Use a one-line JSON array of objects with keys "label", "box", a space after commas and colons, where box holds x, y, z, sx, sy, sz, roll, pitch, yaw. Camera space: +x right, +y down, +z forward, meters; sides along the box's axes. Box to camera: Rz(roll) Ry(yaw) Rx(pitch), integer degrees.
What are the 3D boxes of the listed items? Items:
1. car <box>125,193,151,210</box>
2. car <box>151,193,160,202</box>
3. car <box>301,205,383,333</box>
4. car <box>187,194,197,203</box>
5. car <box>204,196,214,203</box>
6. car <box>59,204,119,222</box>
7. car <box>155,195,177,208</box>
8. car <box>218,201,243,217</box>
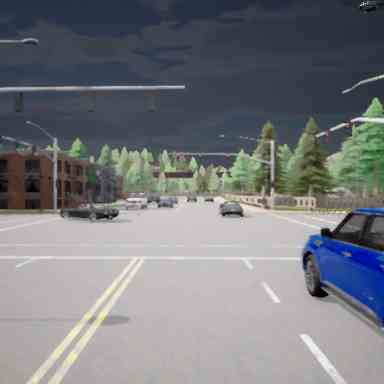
[{"label": "car", "box": [-7.075, 1.172, 42.994, 2.150, 2.045, 5.566, 0, 0, 0]}, {"label": "car", "box": [-7.007, 1.150, 61.591, 2.150, 2.045, 5.566, 0, 0, 0]}, {"label": "car", "box": [3.576, 1.216, 5.372, 2.150, 2.045, 5.566, 0, 0, 0]}, {"label": "car", "box": [-0.004, 1.287, 67.600, 2.097, 1.767, 4.553, 0, 0, 0]}, {"label": "car", "box": [3.496, 1.538, 67.660, 1.895, 1.301, 4.718, 0, 0, 0]}, {"label": "car", "box": [-8.093, 1.571, 25.963, 4.718, 1.301, 1.895, 0, 0, 28]}, {"label": "car", "box": [-3.564, 1.512, 45.688, 1.994, 1.385, 4.181, 0, 0, 0]}, {"label": "car", "box": [3.595, 1.529, 31.301, 1.994, 1.385, 4.181, 0, 0, 0]}]
